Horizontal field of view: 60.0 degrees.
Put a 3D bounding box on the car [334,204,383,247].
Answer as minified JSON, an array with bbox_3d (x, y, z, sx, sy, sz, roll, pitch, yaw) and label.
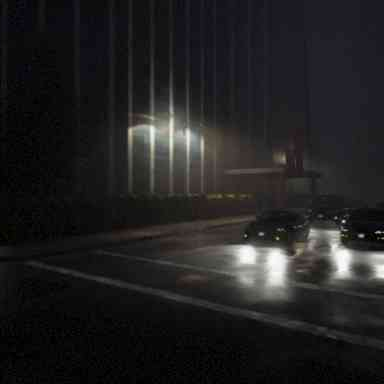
[{"bbox_3d":[8.149,1.507,15.298,1.837,1.490,4.892,0,0,35],"label":"car"}]

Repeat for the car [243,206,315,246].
[{"bbox_3d":[4.015,1.567,15.493,1.994,1.385,4.181,0,0,35],"label":"car"}]

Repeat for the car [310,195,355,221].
[{"bbox_3d":[9.952,1.226,23.997,2.150,2.045,5.566,0,0,35],"label":"car"}]

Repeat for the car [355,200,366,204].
[{"bbox_3d":[15.961,1.497,32.567,2.128,1.511,4.902,0,0,35],"label":"car"}]
